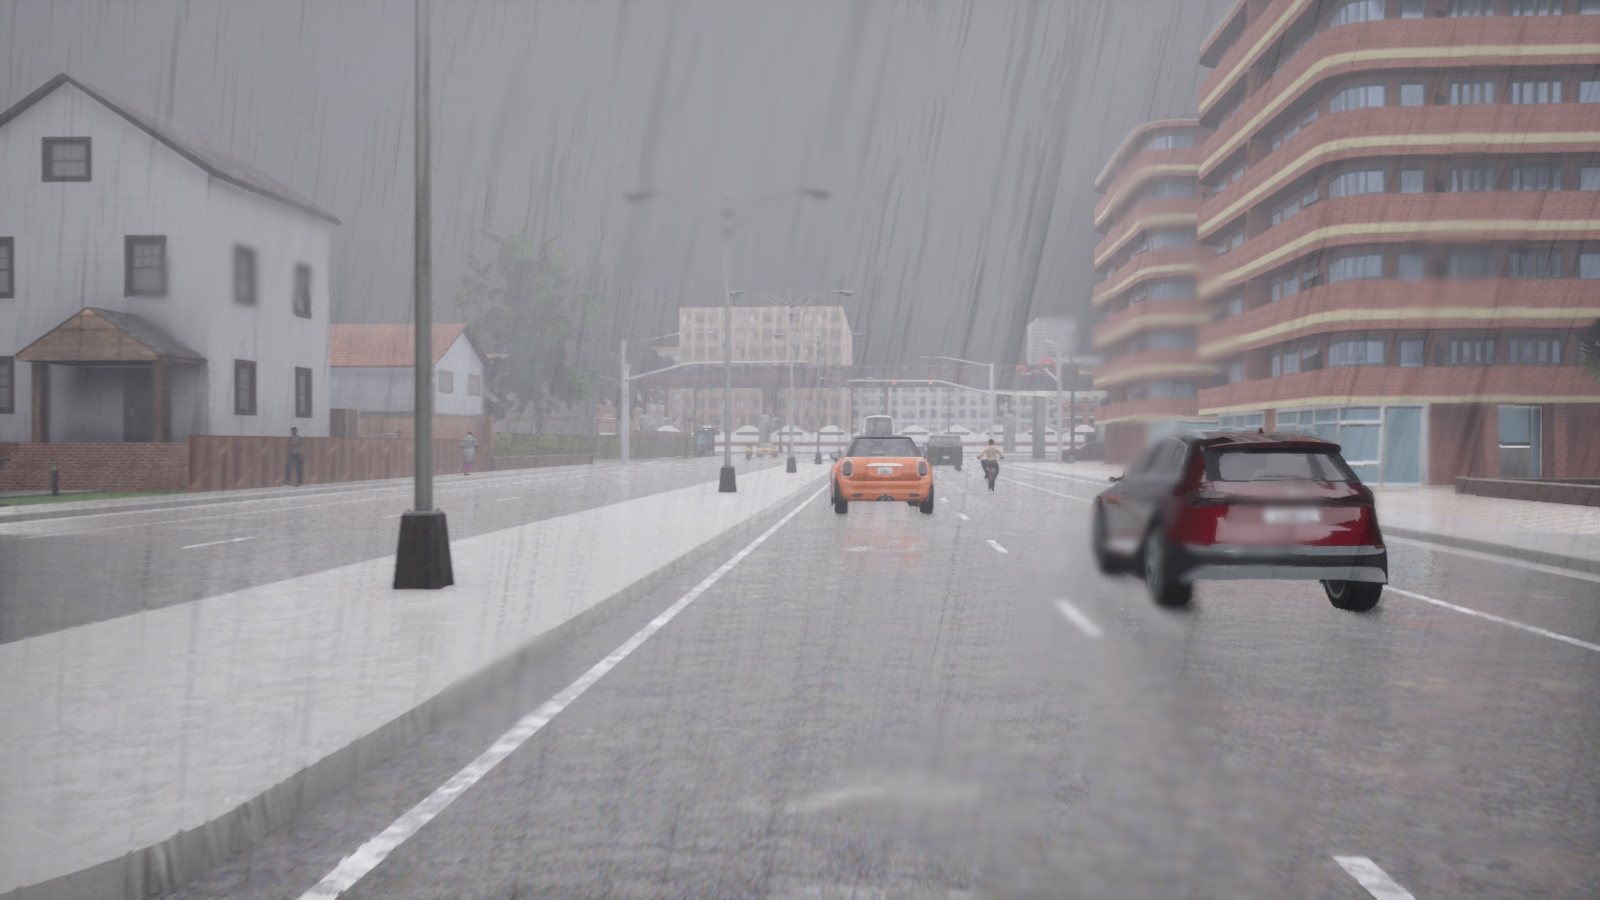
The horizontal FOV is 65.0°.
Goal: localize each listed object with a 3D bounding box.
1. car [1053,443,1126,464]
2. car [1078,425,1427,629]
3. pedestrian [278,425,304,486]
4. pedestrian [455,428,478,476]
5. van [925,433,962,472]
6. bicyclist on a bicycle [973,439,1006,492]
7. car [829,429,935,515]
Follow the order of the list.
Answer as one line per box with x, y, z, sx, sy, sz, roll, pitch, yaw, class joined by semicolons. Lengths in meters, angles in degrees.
21.651;0.225;94.041;5.008;1.535;1.882;0;0;2;car
4.224;0.611;12.680;2.033;1.649;4.856;0;0;4;car
-15.185;0.169;37.465;0.328;1.805;0.869;0;0;9;pedestrian
-13.716;0.091;51.652;0.659;1.952;0.873;0;0;3;pedestrian
7.632;0.130;67.142;1.775;1.987;4.442;0;0;4;van
5.873;0.472;38.922;0.866;1.612;1.509;0;0;3;bicyclist on a bicycle
1.738;0.449;28.186;2.097;1.767;4.553;0;0;0;car
